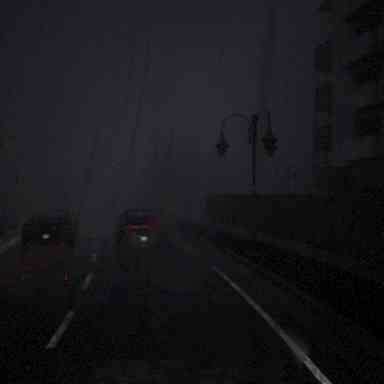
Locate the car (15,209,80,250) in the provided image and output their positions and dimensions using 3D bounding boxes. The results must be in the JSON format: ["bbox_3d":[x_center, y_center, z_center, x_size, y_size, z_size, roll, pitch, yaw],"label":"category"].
[{"bbox_3d":[-6.088,1.492,14.728,1.882,1.535,5.008,0,0,-15],"label":"car"}]

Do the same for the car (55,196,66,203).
[{"bbox_3d":[-29.289,1.609,74.218,2.033,1.411,5.357,0,0,-15],"label":"car"}]

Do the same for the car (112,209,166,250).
[{"bbox_3d":[-2.387,1.490,14.469,2.128,1.511,4.902,0,0,-15],"label":"car"}]

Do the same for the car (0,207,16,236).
[{"bbox_3d":[-10.920,1.582,18.525,2.033,1.411,5.357,0,0,-16],"label":"car"}]

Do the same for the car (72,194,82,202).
[{"bbox_3d":[-25.908,1.605,75.121,1.994,1.385,4.181,0,0,-15],"label":"car"}]
